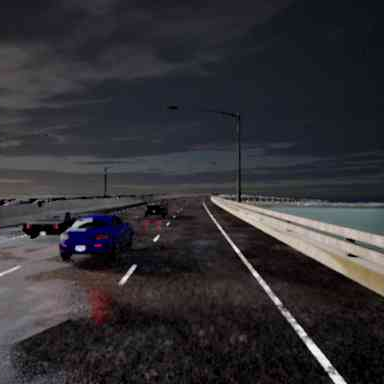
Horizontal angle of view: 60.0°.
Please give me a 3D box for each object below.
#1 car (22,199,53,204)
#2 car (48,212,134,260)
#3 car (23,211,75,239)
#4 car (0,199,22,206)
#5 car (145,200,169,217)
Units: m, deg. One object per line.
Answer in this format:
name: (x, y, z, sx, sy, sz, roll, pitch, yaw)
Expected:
car: (-17.352, 1.612, 38.631, 1.812, 1.442, 4.674, 0, 0, 1)
car: (-3.410, 1.550, 12.457, 1.812, 1.442, 4.674, 0, 0, 0)
car: (-6.886, 1.639, 17.618, 1.895, 1.301, 4.718, 0, 0, 0)
car: (-20.820, 1.600, 40.371, 2.128, 1.511, 4.902, 0, 0, 1)
car: (-3.301, 1.540, 31.578, 2.128, 1.511, 4.902, 0, 0, 0)
